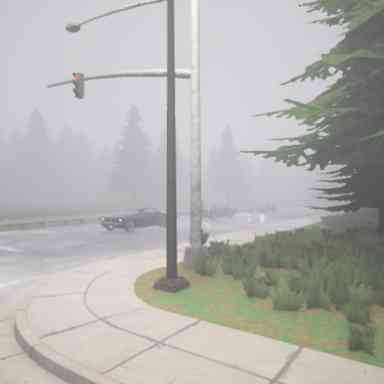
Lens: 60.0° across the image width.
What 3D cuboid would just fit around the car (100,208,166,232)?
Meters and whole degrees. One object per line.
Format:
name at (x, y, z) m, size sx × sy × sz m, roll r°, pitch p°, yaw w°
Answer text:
car at (-3.353, 1.662, 20.658) m, size 1.895 × 1.301 × 4.718 m, roll 0°, pitch 0°, yaw 35°

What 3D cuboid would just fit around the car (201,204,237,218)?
car at (1.930, 1.663, 28.310) m, size 1.895 × 1.301 × 4.718 m, roll 0°, pitch 0°, yaw 35°

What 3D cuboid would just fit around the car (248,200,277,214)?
car at (7.888, 1.587, 36.791) m, size 1.812 × 1.442 × 4.674 m, roll 0°, pitch 0°, yaw 36°
